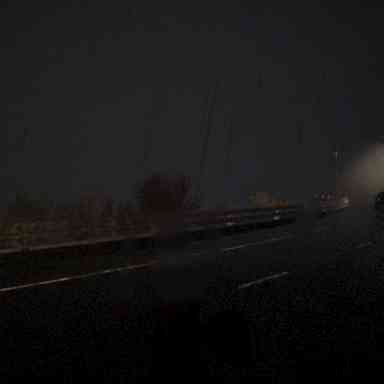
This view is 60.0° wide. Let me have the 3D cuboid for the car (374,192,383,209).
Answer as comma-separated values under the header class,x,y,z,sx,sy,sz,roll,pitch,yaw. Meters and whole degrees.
class,x,y,z,sx,sy,sz,roll,pitch,yaw
car,23.700,0.954,40.680,2.150,2.045,5.566,0,0,27
